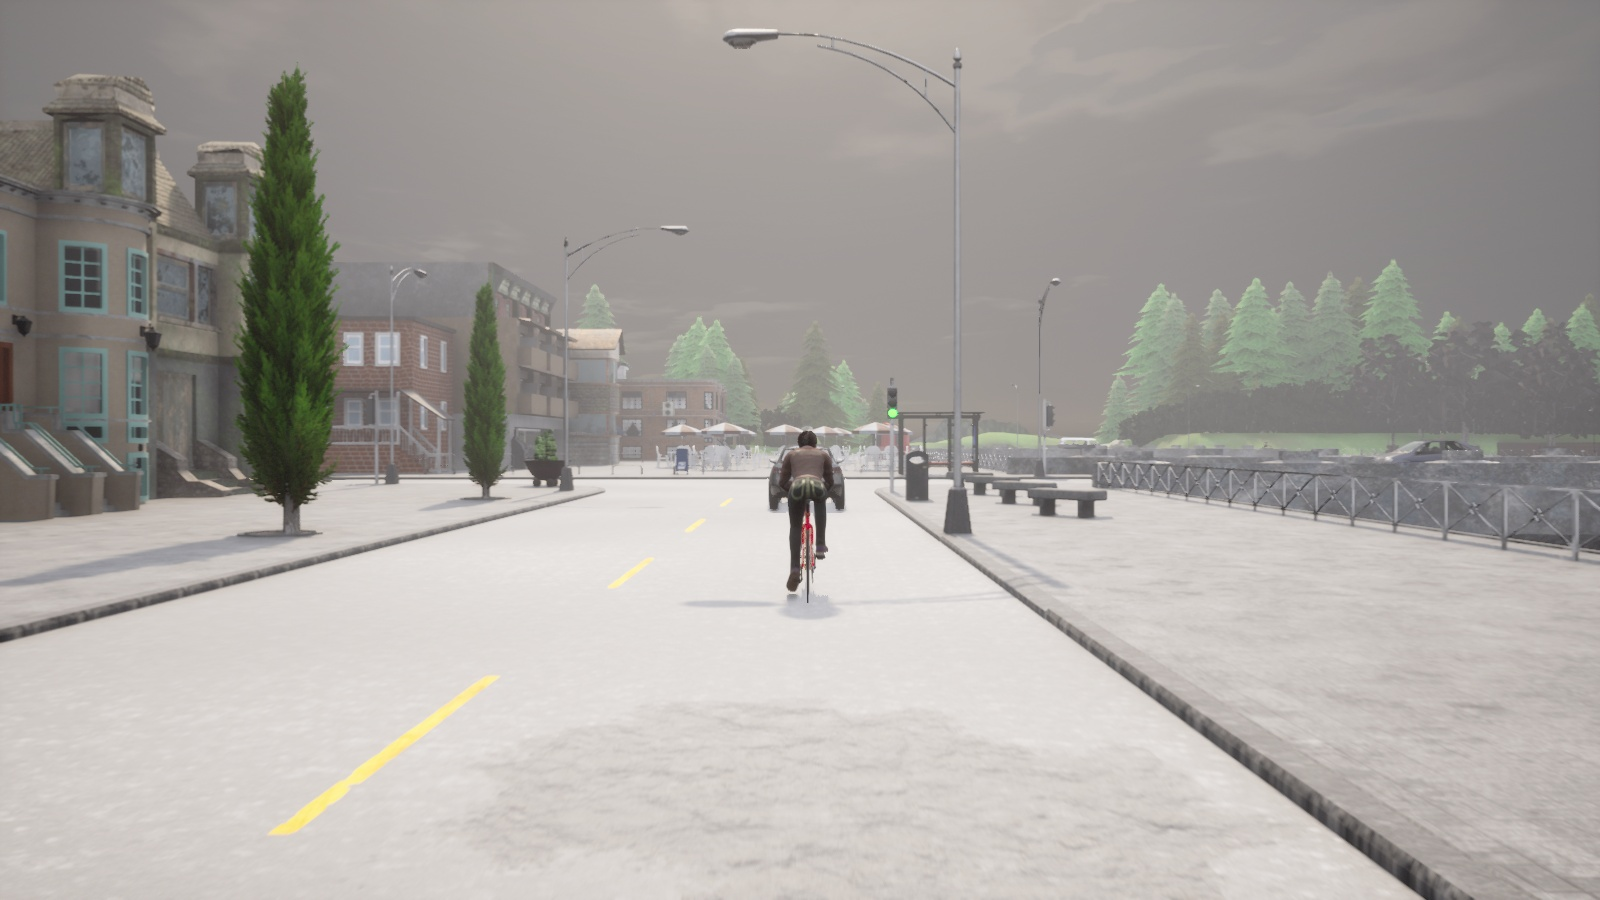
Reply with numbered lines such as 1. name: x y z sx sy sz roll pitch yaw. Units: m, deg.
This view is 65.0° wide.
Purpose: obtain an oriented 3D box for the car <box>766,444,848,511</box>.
1. car: 0.162 0.597 29.960 1.816 1.474 4.193 0 0 0

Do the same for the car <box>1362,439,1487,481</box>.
1. car: 24.483 0.395 49.304 3.988 1.617 1.851 0 0 0

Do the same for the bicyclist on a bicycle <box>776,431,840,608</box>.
1. bicyclist on a bicycle: 0.075 0.632 12.271 0.582 1.620 1.656 0 0 0
